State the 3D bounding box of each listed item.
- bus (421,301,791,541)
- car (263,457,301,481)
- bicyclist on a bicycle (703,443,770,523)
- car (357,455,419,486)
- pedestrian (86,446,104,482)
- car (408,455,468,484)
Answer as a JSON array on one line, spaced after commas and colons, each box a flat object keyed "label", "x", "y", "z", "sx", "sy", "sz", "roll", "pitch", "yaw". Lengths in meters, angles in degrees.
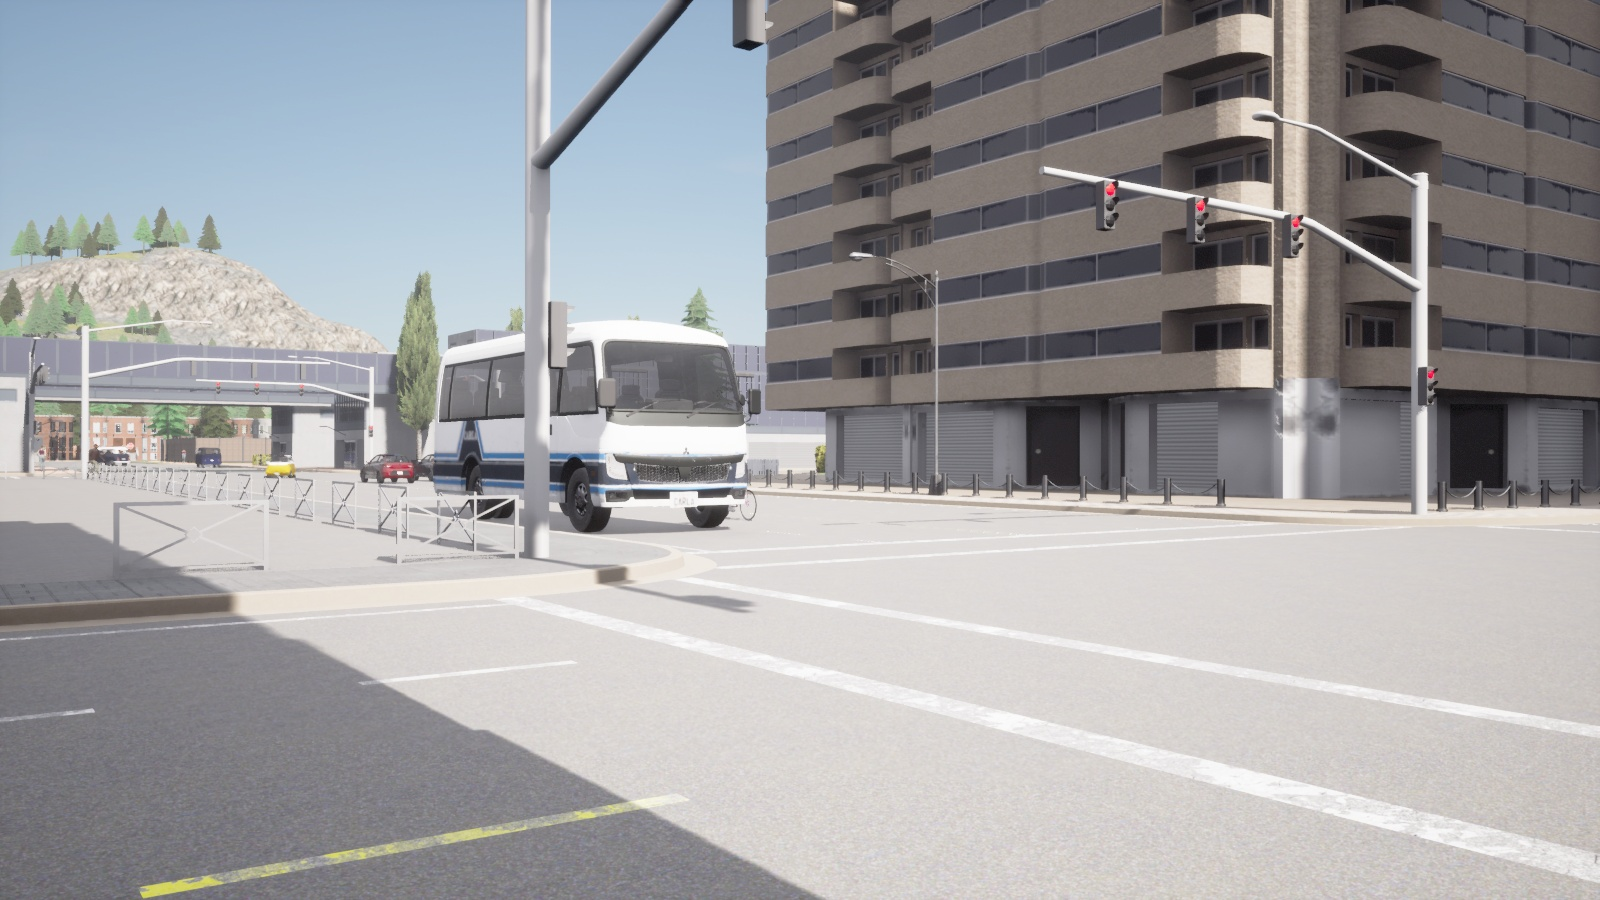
[{"label": "bus", "x": -4.724, "y": -0.499, "z": 27.581, "sx": 3.944, "sy": 4.253, "sz": 10.273, "roll": 0, "pitch": 0, "yaw": -35}, {"label": "car", "x": -30.348, "y": 1.099, "z": 73.581, "sx": 1.481, "sy": 1.376, "sz": 2.207, "roll": -1, "pitch": 0, "yaw": -7}, {"label": "bicyclist on a bicycle", "x": -1.488, "y": 0.745, "z": 29.055, "sx": 0.659, "sy": 1.776, "sz": 1.843, "roll": 0, "pitch": 0, "yaw": -35}, {"label": "car", "x": -20.704, "y": 1.012, "z": 63.020, "sx": 1.816, "sy": 1.474, "sz": 4.193, "roll": 0, "pitch": 0, "yaw": -35}, {"label": "pedestrian", "x": -36.165, "y": 0.693, "z": 64.442, "sx": 0.703, "sy": 1.840, "sz": 0.431, "roll": 0, "pitch": 0, "yaw": 13}, {"label": "car", "x": -19.461, "y": 1.020, "z": 67.379, "sx": 1.816, "sy": 1.474, "sz": 4.193, "roll": 0, "pitch": 0, "yaw": -35}]
